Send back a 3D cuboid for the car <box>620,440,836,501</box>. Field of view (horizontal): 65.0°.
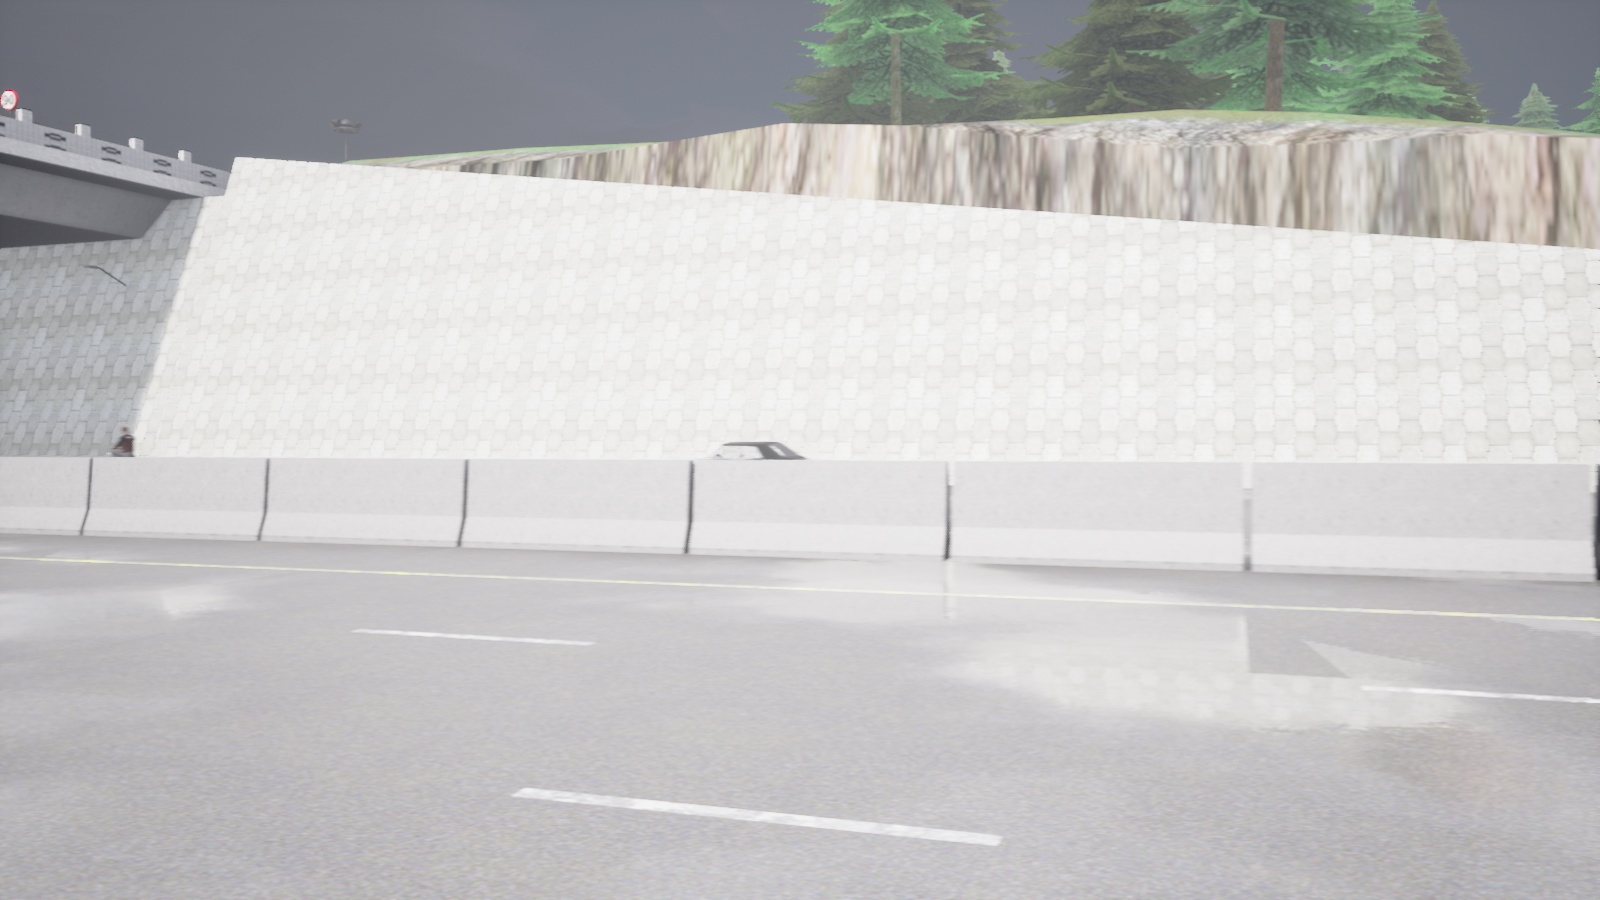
[{"bbox_3d":[-1.696,0.445,29.612,4.718,1.301,1.895,1,1,19],"label":"car"}]
